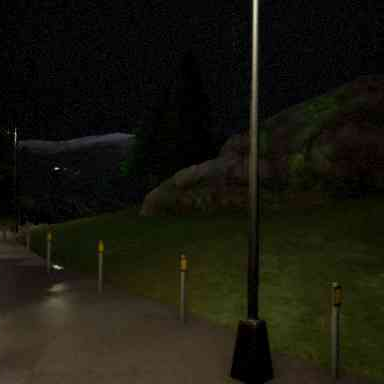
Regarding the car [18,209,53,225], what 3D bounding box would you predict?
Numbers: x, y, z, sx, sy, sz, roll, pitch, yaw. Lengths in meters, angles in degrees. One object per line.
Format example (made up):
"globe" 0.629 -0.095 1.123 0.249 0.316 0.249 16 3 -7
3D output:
"car" -19.814 3.185 42.389 2.150 2.045 5.566 1 -5 4
